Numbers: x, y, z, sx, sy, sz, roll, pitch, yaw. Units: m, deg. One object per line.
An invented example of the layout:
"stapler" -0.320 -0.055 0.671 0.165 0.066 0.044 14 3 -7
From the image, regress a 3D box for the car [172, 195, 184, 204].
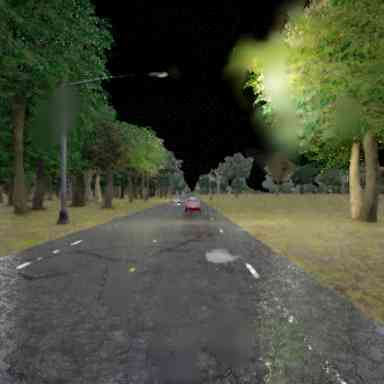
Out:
"car" -3.461 1.888 73.587 1.895 1.301 4.718 0 0 0

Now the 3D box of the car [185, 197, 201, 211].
"car" 0.125 1.735 43.941 1.994 1.385 4.181 0 0 0
